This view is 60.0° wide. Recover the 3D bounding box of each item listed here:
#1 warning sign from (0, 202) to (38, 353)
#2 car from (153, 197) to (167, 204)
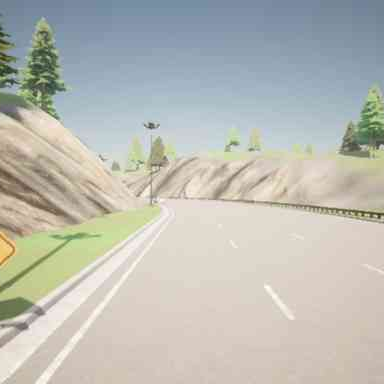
[{"bbox_3d":[-3.050,1.087,4.649,1.300,1.860,1.060,0,0,0],"label":"warning sign"},{"bbox_3d":[-5.940,1.554,61.455,1.812,1.442,4.674,0,0,-16],"label":"car"}]
